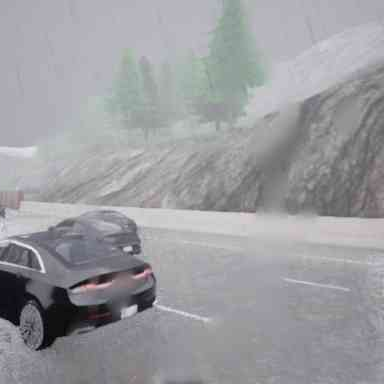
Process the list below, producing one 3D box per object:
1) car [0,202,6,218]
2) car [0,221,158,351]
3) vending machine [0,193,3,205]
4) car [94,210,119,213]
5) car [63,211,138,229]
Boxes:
[{"bbox_3d":[-18.081,1.527,29.624,2.128,1.511,4.902,0,0,-43],"label":"car"},{"bbox_3d":[-2.825,1.501,6.254,4.902,1.511,2.128,0,0,37],"label":"car"},{"bbox_3d":[-34.375,1.267,59.198,1.100,2.100,0.880,0,0,-31],"label":"vending machine"},{"bbox_3d":[-4.641,1.592,16.755,4.181,1.385,1.994,0,0,40],"label":"car"},{"bbox_3d":[-3.713,1.544,11.419,4.674,1.442,1.812,0,0,39],"label":"car"}]
